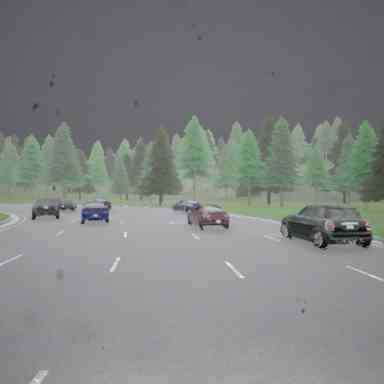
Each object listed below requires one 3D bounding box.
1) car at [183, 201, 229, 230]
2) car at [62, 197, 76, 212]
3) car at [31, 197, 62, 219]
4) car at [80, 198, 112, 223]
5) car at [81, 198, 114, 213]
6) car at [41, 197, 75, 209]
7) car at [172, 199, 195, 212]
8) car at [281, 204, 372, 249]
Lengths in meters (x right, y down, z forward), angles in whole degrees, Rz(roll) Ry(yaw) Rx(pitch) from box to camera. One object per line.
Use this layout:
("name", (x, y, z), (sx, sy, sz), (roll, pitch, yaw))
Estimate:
("car", (0.976, 1.526, 21.253), (1.812, 1.442, 4.674), (0, 0, -13))
("car", (-15.179, 1.601, 38.431), (1.895, 1.301, 4.718), (0, 0, -42))
("car", (-13.107, 1.351, 29.543), (2.097, 1.767, 4.553), (0, 0, -27))
("car", (-7.478, 1.477, 25.427), (1.882, 1.535, 5.008), (0, 0, -18))
("car", (-11.149, 1.478, 38.928), (1.882, 1.535, 5.008), (0, 0, -38))
("car", (-18.678, 1.492, 46.207), (4.902, 1.511, 2.128), (0, 0, 35))
("car", (-0.539, 1.526, 36.228), (1.812, 1.442, 4.674), (0, 0, -28))
("car", (5.719, 1.353, 14.784), (2.097, 1.767, 4.553), (0, 0, -8))
